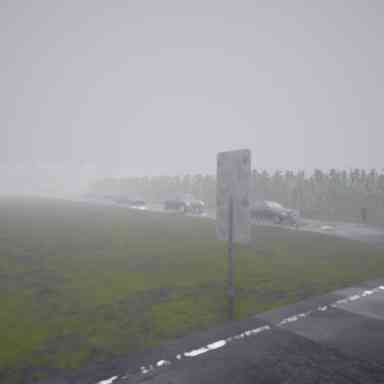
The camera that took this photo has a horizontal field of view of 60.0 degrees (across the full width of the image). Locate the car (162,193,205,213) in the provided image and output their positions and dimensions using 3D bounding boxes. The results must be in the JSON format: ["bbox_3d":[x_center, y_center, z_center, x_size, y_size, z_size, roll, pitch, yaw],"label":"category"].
[{"bbox_3d":[-0.827,0.932,30.592,2.097,1.767,4.553,1,1,-36],"label":"car"}]

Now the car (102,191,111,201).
[{"bbox_3d":[-12.332,0.545,51.678,2.097,1.767,4.553,1,1,-36],"label":"car"}]

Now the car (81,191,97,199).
[{"bbox_3d":[-18.837,0.493,60.736,2.128,1.511,4.902,1,1,-36],"label":"car"}]

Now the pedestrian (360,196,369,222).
[{"bbox_3d":[11.945,1.169,23.038,0.375,1.860,0.375,2,-1,-36],"label":"pedestrian"}]

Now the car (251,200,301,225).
[{"bbox_3d":[5.059,1.285,22.324,1.812,1.442,4.674,1,1,-34],"label":"car"}]

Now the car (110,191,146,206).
[{"bbox_3d":[-7.455,0.928,39.838,2.033,1.411,5.357,1,1,-36],"label":"car"}]
